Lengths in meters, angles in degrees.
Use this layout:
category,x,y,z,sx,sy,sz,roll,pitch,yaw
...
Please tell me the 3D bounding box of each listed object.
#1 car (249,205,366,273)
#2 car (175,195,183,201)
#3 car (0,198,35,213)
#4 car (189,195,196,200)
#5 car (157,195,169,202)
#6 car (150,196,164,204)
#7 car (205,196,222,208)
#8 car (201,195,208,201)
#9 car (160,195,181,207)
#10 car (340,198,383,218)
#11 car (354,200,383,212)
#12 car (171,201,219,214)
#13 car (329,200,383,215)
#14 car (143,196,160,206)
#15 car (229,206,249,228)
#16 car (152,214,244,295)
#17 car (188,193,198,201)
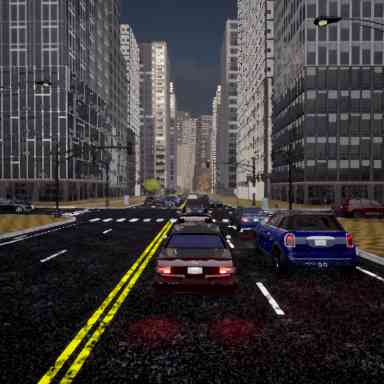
category,x,y,z,sx,sy,sz,roll,pitch,yaw
car,3.374,1.347,10.828,2.097,1.767,4.553,0,0,0
car,-3.062,1.426,79.515,1.837,1.490,4.892,0,0,0
car,-18.748,1.339,34.126,4.902,1.511,2.128,1,1,1
car,0.220,1.499,93.031,1.895,1.301,4.718,0,0,0
car,-6.329,1.475,72.933,2.033,1.411,5.357,0,0,0
car,-6.413,1.497,62.262,2.033,1.411,5.357,0,0,0
car,3.249,1.568,47.973,1.895,1.301,4.718,0,0,1
car,3.451,1.417,85.016,1.837,1.490,4.892,0,0,0
car,-3.202,1.315,50.541,2.097,1.767,4.553,0,0,-1
car,16.273,1.517,30.880,5.009,1.841,2.192,1,0,1
car,21.902,1.641,39.154,4.829,1.417,1.752,1,0,1
car,0.144,1.481,18.605,2.128,1.511,4.902,0,0,0
car,18.166,1.672,36.627,5.357,1.411,2.033,0,1,1
car,-6.470,1.466,52.383,1.837,1.490,4.892,0,0,0
car,3.398,1.536,20.213,2.033,1.411,5.357,0,0,0
car,0.113,1.543,8.860,2.033,1.411,5.357,0,0,1
car,0.196,1.146,82.695,2.150,2.045,5.566,0,0,0
